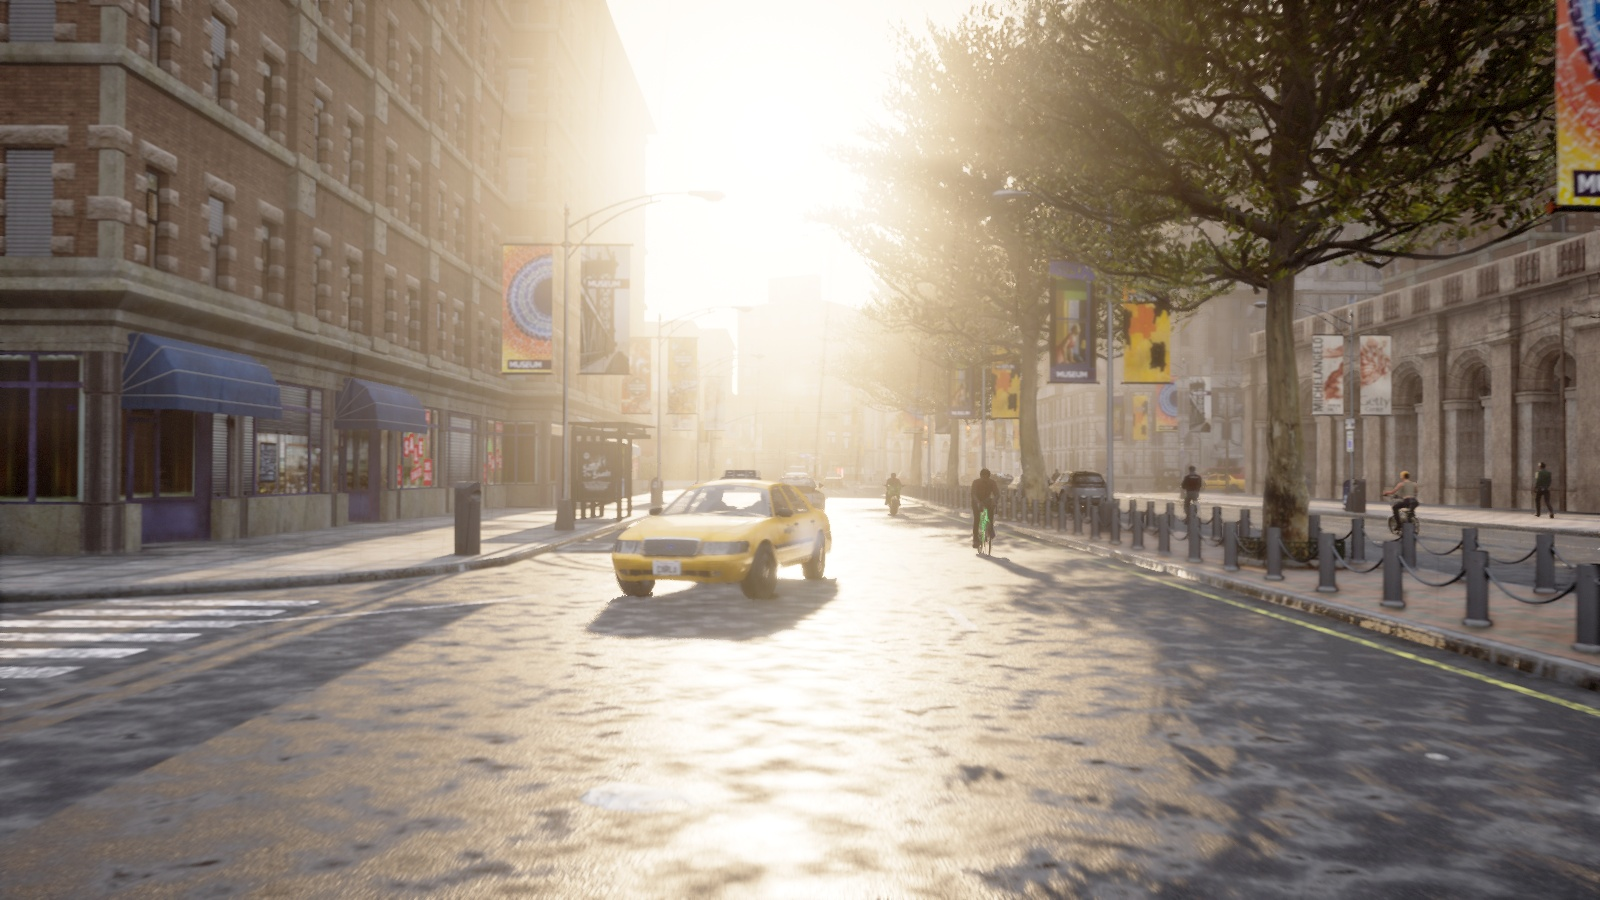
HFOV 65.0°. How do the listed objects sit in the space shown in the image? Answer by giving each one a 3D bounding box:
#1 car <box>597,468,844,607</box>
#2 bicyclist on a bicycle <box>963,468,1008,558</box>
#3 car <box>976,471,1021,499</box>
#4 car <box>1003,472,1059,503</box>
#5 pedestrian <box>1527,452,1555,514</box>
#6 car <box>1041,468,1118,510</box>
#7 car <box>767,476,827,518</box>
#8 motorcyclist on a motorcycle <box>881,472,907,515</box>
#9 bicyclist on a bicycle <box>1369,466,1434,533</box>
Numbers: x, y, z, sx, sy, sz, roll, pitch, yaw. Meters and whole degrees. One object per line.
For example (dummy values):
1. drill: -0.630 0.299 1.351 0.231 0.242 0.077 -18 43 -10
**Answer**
1. car: -0.850 1.043 17.109 1.801 1.575 5.366 -1 -1 14
2. bicyclist on a bicycle: 3.440 1.146 23.414 0.582 1.620 1.656 0 -1 0
3. car: 11.245 1.970 71.440 1.837 1.490 4.892 0 -1 1
4. car: 11.341 1.809 61.826 1.837 1.490 4.892 0 -1 0
5. pedestrian: 23.663 1.048 40.105 0.423 1.949 0.788 0 -1 1
6. car: 11.363 1.560 51.442 2.033 1.649 4.856 0 -1 0
7. car: -0.113 1.618 44.178 1.994 1.385 4.181 0 -1 0
8. motorcyclist on a motorcycle: 3.384 1.542 45.348 0.797 1.523 2.044 0 -1 0
9. bicyclist on a bicycle: 14.915 1.213 31.166 0.866 1.612 1.509 0 -1 0
